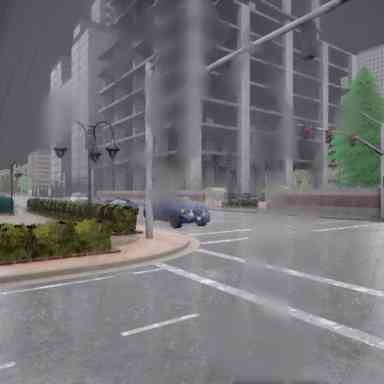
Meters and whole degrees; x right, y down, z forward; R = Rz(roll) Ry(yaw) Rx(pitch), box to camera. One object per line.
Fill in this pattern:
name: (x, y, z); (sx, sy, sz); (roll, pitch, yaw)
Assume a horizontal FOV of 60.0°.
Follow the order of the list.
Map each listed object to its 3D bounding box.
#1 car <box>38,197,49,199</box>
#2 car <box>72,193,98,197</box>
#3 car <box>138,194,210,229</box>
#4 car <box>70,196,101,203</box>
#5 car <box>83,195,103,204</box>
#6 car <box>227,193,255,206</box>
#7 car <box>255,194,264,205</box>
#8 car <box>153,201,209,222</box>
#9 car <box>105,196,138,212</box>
car: (-23.593, 1.516, 52.741); (1.812, 1.442, 4.674); (0, 0, -36)
car: (-15.814, 1.164, 47.862); (2.150, 2.045, 5.566); (0, 0, -36)
car: (-1.152, 1.161, 21.703); (2.150, 2.045, 5.566); (0, 1, -35)
car: (-11.944, 1.507, 36.545); (1.994, 1.385, 4.181); (0, 0, -36)
car: (-19.461, 1.436, 65.094); (2.128, 1.511, 4.902); (0, 0, -36)
car: (7.080, 1.114, 50.644); (1.905, 1.878, 3.866); (0, 0, -36)
car: (9.469, 1.114, 52.359); (1.905, 1.878, 3.866); (0, 0, -36)
car: (-1.053, 1.492, 27.503); (2.033, 1.411, 5.357); (0, 0, -36)
car: (-7.516, 1.470, 36.422); (1.812, 1.442, 4.674); (0, 0, -36)
